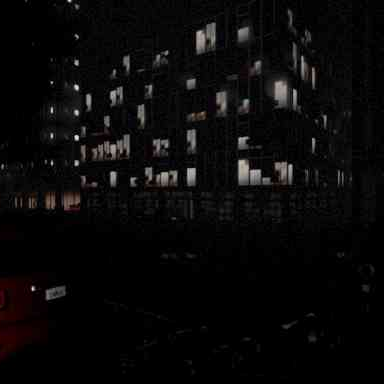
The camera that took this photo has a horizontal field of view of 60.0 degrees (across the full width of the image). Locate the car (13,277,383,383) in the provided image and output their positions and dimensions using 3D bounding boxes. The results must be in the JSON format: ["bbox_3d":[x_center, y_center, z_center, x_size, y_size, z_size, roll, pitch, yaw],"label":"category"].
[{"bbox_3d":[0.890,1.566,2.243,4.313,1.339,1.947,0,0,36],"label":"car"}]

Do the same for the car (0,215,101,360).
[{"bbox_3d":[-3.606,1.313,5.452,5.009,1.841,2.192,0,0,36],"label":"car"}]
